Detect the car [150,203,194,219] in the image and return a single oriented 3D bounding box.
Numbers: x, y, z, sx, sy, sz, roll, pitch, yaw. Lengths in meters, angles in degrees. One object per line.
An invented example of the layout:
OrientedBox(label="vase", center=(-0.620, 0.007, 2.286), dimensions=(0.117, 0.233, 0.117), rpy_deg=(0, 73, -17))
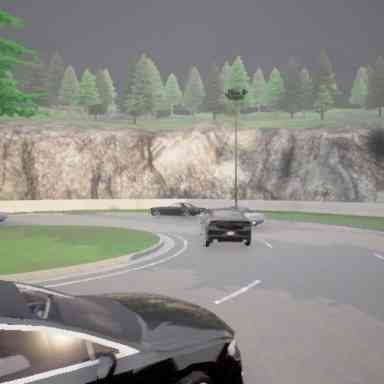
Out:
OrientedBox(label="car", center=(-1.336, 1.595, 29.232), dimensions=(4.718, 1.301, 1.895), rpy_deg=(0, 0, 26))

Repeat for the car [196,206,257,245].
OrientedBox(label="car", center=(1.409, 1.474, 15.471), dimensions=(1.882, 1.535, 5.008), rpy_deg=(1, 0, -2))

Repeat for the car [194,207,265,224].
OrientedBox(label="car", center=(2.457, 1.595, 22.076), dimensions=(1.895, 1.301, 4.718), rpy_deg=(0, 0, -35))

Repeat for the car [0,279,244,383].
OrientedBox(label="car", center=(-1.715, 1.492, 2.564), dimensions=(4.902, 1.511, 2.128), rpy_deg=(0, 0, -36))

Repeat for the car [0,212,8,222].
OrientedBox(label="car", center=(-14.750, 1.600, 21.526), dimensions=(4.718, 1.301, 1.895), rpy_deg=(0, 0, -38))
